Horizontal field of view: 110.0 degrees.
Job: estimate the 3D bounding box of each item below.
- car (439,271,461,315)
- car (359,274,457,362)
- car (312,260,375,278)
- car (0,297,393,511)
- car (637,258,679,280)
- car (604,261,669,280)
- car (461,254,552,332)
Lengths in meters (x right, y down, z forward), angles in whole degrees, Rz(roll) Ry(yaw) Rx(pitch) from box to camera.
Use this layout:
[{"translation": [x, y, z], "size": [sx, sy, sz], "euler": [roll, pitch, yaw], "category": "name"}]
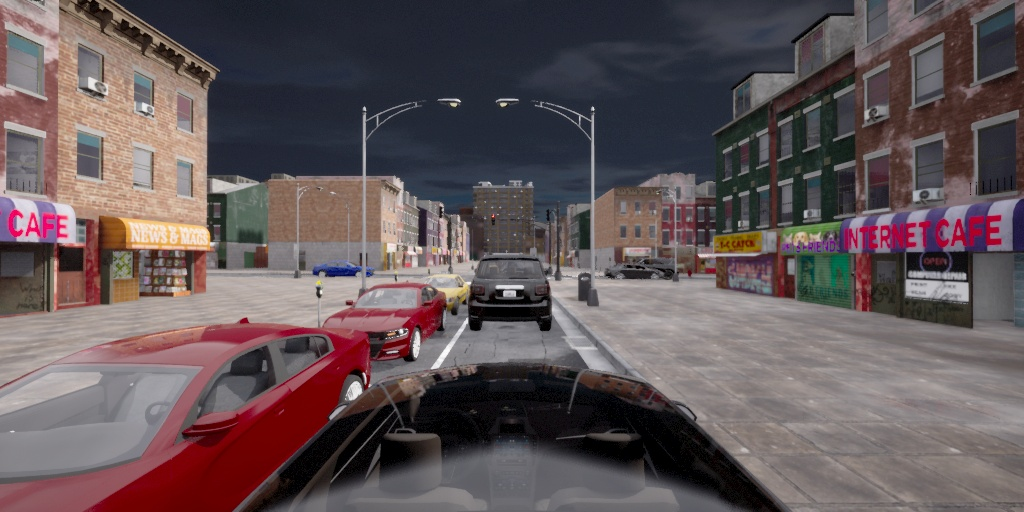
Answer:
[{"translation": [-2.637, 1.282, 13.579], "size": [1.751, 1.417, 4.829], "euler": [0, 0, 0], "category": "car"}, {"translation": [-2.637, 1.298, 8.255], "size": [1.888, 1.381, 4.507], "euler": [0, 0, 0], "category": "car"}, {"translation": [-14.385, 1.156, 30.837], "size": [5.008, 1.535, 1.882], "euler": [0, 0, -2], "category": "car"}, {"translation": [-2.637, 1.295, 2.761], "size": [1.888, 1.381, 4.507], "euler": [0, 0, 0], "category": "car"}, {"translation": [12.817, 1.170, 33.934], "size": [5.566, 2.045, 2.150], "euler": [1, 0, 0], "category": "car"}, {"translation": [10.506, 1.402, 30.968], "size": [4.892, 1.490, 1.837], "euler": [1, 0, 0], "category": "car"}, {"translation": [-0.028, 0.976, 11.075], "size": [2.150, 2.045, 5.566], "euler": [0, 0, 1], "category": "car"}]
